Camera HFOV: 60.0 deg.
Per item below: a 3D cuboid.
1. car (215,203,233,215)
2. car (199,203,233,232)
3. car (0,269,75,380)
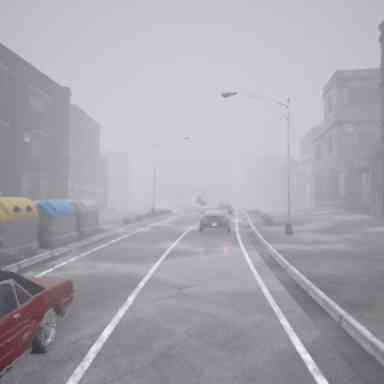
[{"bbox_3d":[3.815,1.959,39.105,1.994,1.385,4.181,0,-2,8],"label":"car"},{"bbox_3d":[1.507,1.683,21.235,1.812,1.442,4.674,0,0,6],"label":"car"},{"bbox_3d":[-2.971,1.616,3.422,1.895,1.301,4.718,0,0,2],"label":"car"}]
